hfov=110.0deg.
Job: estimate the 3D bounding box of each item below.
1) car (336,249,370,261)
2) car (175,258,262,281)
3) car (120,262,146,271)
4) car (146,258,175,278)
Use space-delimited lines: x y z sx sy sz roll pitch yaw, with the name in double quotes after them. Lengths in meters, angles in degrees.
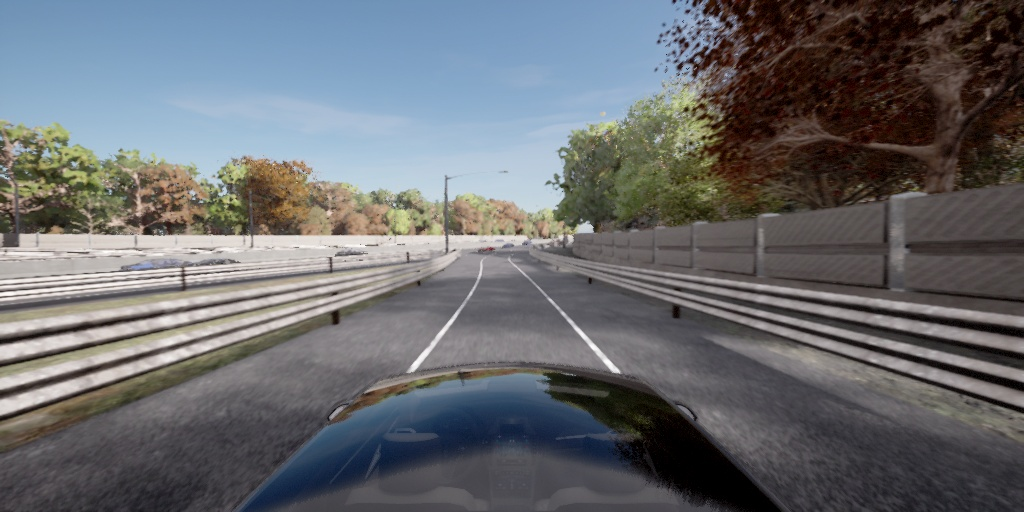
-20.861 -0.226 47.335 2.128 1.511 4.902 1 3 21 "car"
-21.395 0.924 26.761 1.837 1.490 4.892 1 3 21 "car"
-27.991 0.880 29.119 2.033 1.411 5.357 1 3 21 "car"
-24.698 0.976 27.939 1.895 1.301 4.718 1 3 21 "car"
